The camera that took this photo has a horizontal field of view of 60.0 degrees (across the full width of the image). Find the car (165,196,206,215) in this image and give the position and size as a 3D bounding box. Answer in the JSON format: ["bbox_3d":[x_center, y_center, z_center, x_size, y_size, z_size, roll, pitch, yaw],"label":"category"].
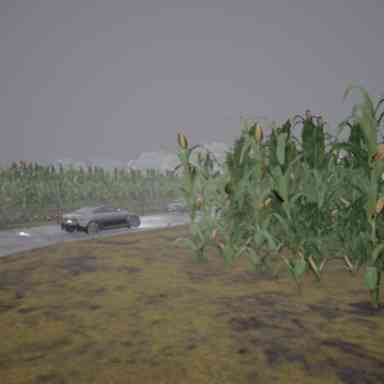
[{"bbox_3d":[-0.352,1.100,28.666,2.128,1.511,4.902,0,1,36],"label":"car"}]

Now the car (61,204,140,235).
[{"bbox_3d":[-4.682,1.346,17.514,1.994,1.385,4.181,0,1,35],"label":"car"}]
